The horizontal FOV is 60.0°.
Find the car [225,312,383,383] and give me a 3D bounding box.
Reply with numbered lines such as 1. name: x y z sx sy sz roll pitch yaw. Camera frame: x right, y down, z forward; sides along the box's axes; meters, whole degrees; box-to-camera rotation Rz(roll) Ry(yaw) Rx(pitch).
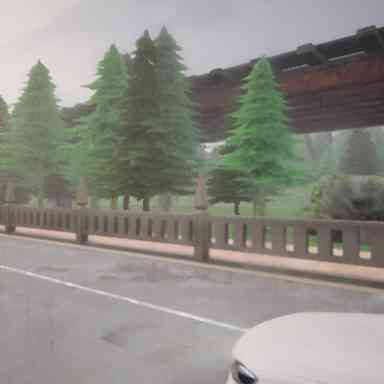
1. car: 2.462 1.524 2.235 4.674 1.442 1.812 0 0 36
